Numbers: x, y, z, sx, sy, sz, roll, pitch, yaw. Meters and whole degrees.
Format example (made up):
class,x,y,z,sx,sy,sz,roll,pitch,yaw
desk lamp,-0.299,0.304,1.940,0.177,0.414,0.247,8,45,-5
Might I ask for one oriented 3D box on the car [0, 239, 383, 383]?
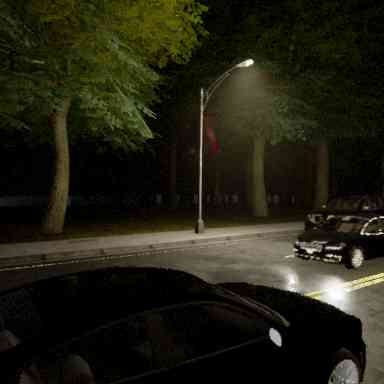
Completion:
class,x,y,z,sx,sy,sz,roll,pitch,yaw
car,-0.394,1.478,3.068,5.008,1.535,1.882,0,0,-34

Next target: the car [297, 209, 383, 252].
class,x,y,z,sx,sy,sz,roll,pitch,yaw
car,5.494,1.510,11.184,4.892,1.490,1.837,0,0,-34

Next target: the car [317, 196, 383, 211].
class,x,y,z,sx,sy,sz,roll,pitch,yaw
car,8.179,1.233,16.910,5.566,2.045,2.150,0,0,-34
